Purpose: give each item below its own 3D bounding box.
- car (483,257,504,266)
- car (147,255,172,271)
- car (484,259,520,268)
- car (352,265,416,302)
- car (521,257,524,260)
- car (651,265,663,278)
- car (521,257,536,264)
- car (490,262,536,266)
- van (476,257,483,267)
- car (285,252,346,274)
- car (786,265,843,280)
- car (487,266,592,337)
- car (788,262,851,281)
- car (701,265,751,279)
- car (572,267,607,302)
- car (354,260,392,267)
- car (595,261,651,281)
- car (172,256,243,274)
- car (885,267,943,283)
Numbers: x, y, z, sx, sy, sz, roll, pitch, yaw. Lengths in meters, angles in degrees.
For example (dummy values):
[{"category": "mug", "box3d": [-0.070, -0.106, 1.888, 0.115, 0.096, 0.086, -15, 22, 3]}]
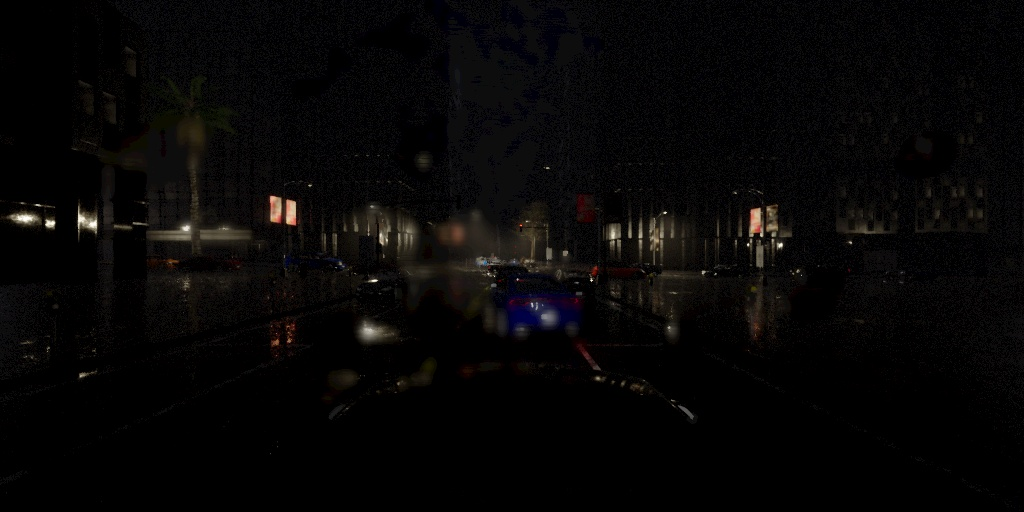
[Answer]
[{"category": "car", "box3d": [-2.883, 1.258, 56.158, 2.128, 1.511, 4.902, 0, 0, 2]}, {"category": "car", "box3d": [-35.548, 0.633, 35.647, 5.008, 1.535, 1.882, 1, 0, 0]}, {"category": "car", "box3d": [-1.119, 1.379, 43.391, 1.895, 1.301, 4.718, 1, 0, 23]}, {"category": "car", "box3d": [-5.756, 1.302, 16.794, 2.007, 1.370, 4.403, 0, 0, 0]}, {"category": "car", "box3d": [3.033, 1.297, 64.652, 1.751, 1.417, 4.829, 0, 0, 1]}, {"category": "car", "box3d": [13.762, 1.531, 38.892, 4.902, 1.511, 2.128, 1, 0, -1]}, {"category": "car", "box3d": [2.979, 1.319, 58.970, 2.007, 1.370, 4.403, 0, 0, 1]}, {"category": "car", "box3d": [0.075, 1.257, 17.996, 1.837, 1.490, 4.892, 0, 0, 0]}, {"category": "van", "box3d": [-5.494, 1.112, 64.562, 1.690, 1.789, 3.998, 0, 0, 1]}, {"category": "car", "box3d": [-19.526, 0.654, 35.576, 5.566, 2.045, 2.150, 1, 0, -1]}, {"category": "car", "box3d": [35.430, 1.933, 42.065, 5.008, 1.535, 1.882, 1, 0, 0]}, {"category": "car", "box3d": [0.469, 1.228, 10.480, 1.882, 1.535, 5.008, 0, 0, -8]}, {"category": "car", "box3d": [33.257, 1.629, 38.824, 5.566, 2.045, 2.150, 1, 0, 1]}, {"category": "car", "box3d": [23.181, 1.707, 38.872, 4.902, 1.511, 2.128, 1, 0, 0]}, {"category": "car", "box3d": [2.770, 1.302, 16.787, 2.007, 1.370, 4.403, 0, 0, 0]}, {"category": "car", "box3d": [-11.887, 1.088, 32.303, 4.674, 1.442, 1.812, 1, 0, 0]}, {"category": "car", "box3d": [9.585, 1.293, 32.223, 4.553, 1.767, 2.097, 2, 0, 0]}, {"category": "car", "box3d": [-27.102, 0.771, 32.360, 5.008, 1.535, 1.882, 1, 0, 0]}, {"category": "car", "box3d": [43.401, 1.953, 38.754, 4.553, 1.767, 2.097, 1, 0, 1]}]
